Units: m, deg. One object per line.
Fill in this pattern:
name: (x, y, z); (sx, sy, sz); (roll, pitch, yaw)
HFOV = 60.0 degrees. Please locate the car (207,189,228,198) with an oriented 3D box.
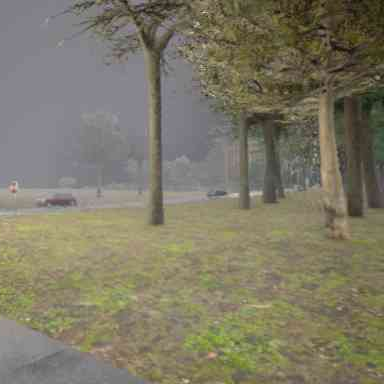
car: (4.224, 0.188, 54.311); (2.128, 1.511, 4.902); (-2, 1, 34)

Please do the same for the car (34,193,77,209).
car: (-15.522, 0.888, 37.849); (2.097, 1.767, 4.553); (-3, -1, 34)
